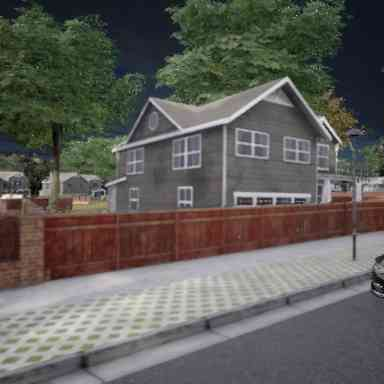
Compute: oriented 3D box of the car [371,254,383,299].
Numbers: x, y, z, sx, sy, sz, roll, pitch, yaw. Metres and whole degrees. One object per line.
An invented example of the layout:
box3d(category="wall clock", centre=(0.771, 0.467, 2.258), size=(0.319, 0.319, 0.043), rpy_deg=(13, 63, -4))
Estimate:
box3d(category="car", centre=(5.742, 1.444, 7.137), size=(4.902, 1.511, 2.128), rpy_deg=(0, 0, -35))
